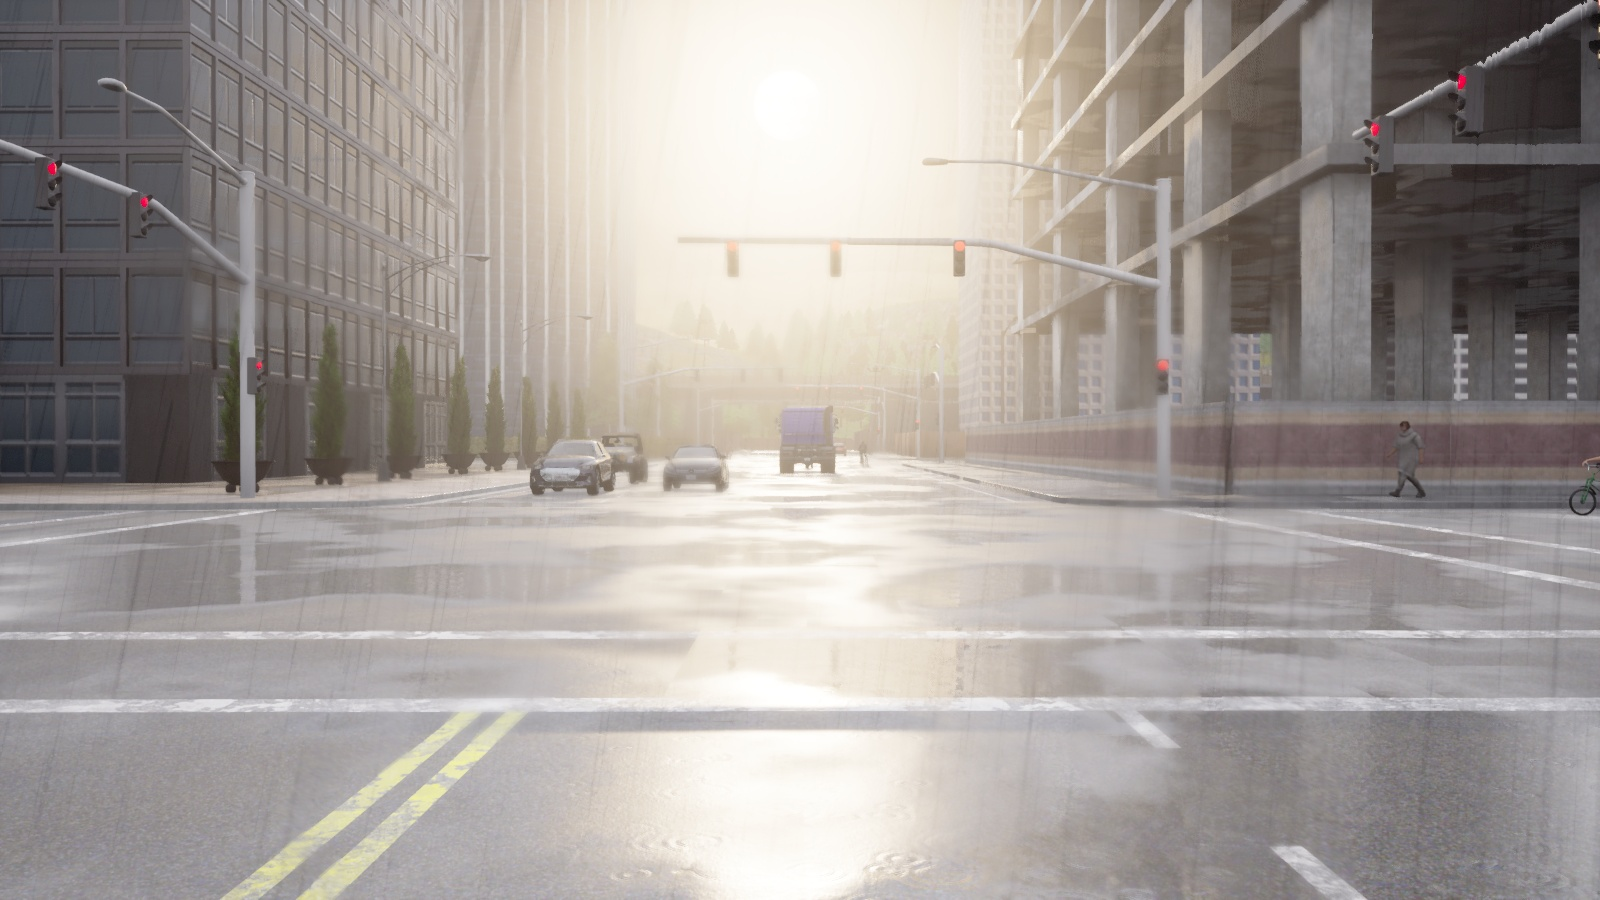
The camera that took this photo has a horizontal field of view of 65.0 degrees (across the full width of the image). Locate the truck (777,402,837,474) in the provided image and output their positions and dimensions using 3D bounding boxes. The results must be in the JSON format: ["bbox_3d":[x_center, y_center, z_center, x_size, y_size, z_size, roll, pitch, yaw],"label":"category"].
[{"bbox_3d":[0.376,-0.599,64.556,2.891,3.462,7.936,0,0,0],"label":"truck"}]

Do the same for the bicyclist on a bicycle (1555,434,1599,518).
[{"bbox_3d":[15.731,0.502,24.463,1.509,1.612,0.866,0,0,0],"label":"bicyclist on a bicycle"}]

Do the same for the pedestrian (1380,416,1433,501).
[{"bbox_3d":[14.063,0.195,29.131,0.873,1.952,0.659,0,0,-12],"label":"pedestrian"}]

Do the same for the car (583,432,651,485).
[{"bbox_3d":[-6.726,0.274,46.513,1.905,1.878,3.866,0,0,0],"label":"car"}]

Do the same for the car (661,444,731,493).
[{"bbox_3d":[-3.261,0.543,40.083,1.812,1.442,4.674,0,0,0],"label":"car"}]

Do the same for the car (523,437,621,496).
[{"bbox_3d":[-6.774,0.457,37.851,2.033,1.649,4.856,0,0,0],"label":"car"}]
